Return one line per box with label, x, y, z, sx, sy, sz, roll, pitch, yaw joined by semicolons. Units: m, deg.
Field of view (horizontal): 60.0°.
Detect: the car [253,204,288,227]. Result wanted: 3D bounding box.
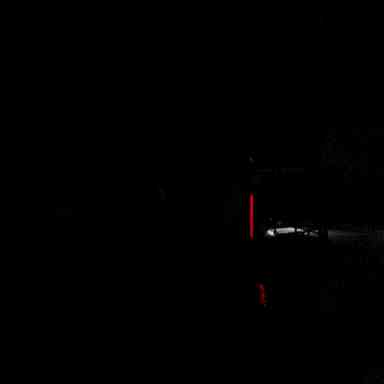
car;3.868;1.545;22.627;2.033;1.411;5.357;0;0;-35
